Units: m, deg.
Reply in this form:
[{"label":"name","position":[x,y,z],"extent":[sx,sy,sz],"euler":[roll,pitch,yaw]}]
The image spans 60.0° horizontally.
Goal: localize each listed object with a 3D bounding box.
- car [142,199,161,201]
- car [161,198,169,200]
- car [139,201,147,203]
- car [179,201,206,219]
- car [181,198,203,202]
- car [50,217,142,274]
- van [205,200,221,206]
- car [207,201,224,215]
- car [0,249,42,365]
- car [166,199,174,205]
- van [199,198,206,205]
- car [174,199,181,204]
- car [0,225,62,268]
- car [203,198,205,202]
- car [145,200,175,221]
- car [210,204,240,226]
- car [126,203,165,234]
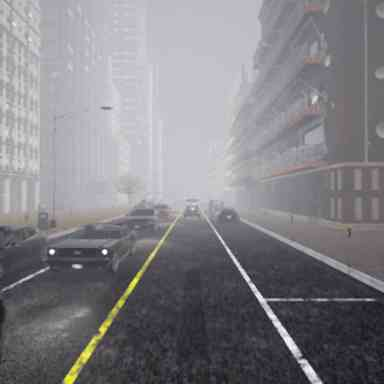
[{"label":"car","position":[-5.688,1.833,42.826],"extent":[2.192,1.841,5.009],"euler":[0,-1,0]},{"label":"car","position":[-5.686,2.280,59.391],"extent":[2.008,1.369,4.403],"euler":[0,-1,0]},{"label":"car","position":[-5.688,2.014,37.302],"extent":[1.947,1.339,4.313],"euler":[0,-1,0]},{"label":"car","position":[0.003,1.949,33.486],"extent":[2.033,1.411,5.357],"euler":[0,-1,0]},{"label":"car","position":[0.012,1.767,44.828],"extent":[2.150,2.045,5.566],"euler":[0,0,0]},{"label":"car","position":[-3.097,1.735,11.214],"extent":[1.895,1.301,4.718],"euler":[0,-1,0]},{"label":"van","position":[2.692,1.790,37.303],"extent":[1.690,1.788,3.998],"euler":[0,-1,0]},{"label":"car","position":[2.692,1.908,31.948],"extent":[1.752,1.417,4.829],"euler":[0,-1,0]},{"label":"car","position":[-3.099,1.516,1.976],"extent":[2.128,1.511,4.902],"euler":[0,-1,0]},{"label":"car","position":[-5.683,2.533,87.005],"extent":[1.967,1.590,4.097],"euler":[0,-1,0]},{"label":"van","position":[2.697,2.434,87.005],"extent":[1.690,1.788,3.998],"euler":[0,-1,0]},{"label":"car","position":[-2.991,2.185,76.213],"extent":[1.994,1.385,4.181],"euler":[0,-1,0]},{"label":"car","position":[-5.691,1.682,9.689],"extent":[1.947,1.339,4.313],"euler":[0,-1,0]},{"label":"car","position":[2.697,2.496,75.957],"extent":[2.008,1.369,4.403],"euler":[0,-1,0]},{"label":"car","position":[-3.023,1.858,31.786],"extent":[1.882,1.535,5.008],"euler":[0,-1,0]},{"label":"car","position":[2.692,1.879,26.255],"extent":[1.947,1.339,4.313],"euler":[0,-1,0]},{"label":"car","position":[-3.083,1.731,21.300],"extent":[1.882,1.535,5.008],"euler":[0,-1,1]}]
